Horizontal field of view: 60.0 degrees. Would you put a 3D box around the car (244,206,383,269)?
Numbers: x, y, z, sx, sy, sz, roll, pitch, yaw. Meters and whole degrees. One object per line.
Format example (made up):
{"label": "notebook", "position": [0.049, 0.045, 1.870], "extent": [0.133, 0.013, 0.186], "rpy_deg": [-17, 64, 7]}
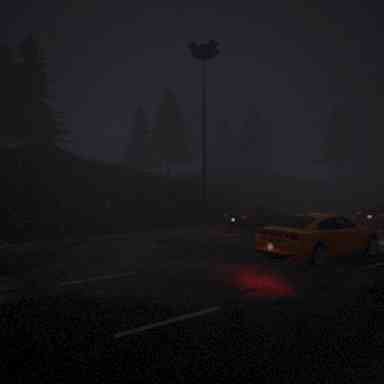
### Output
{"label": "car", "position": [4.294, 1.425, 11.114], "extent": [5.008, 1.535, 1.882], "rpy_deg": [0, 0, -36]}

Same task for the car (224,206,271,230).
{"label": "car", "position": [3.893, 1.487, 19.428], "extent": [4.181, 1.385, 1.994], "rpy_deg": [0, 0, -36]}

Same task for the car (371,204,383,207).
{"label": "car", "position": [12.291, 1.446, 21.125], "extent": [4.181, 1.385, 1.994], "rpy_deg": [0, 0, -36]}
